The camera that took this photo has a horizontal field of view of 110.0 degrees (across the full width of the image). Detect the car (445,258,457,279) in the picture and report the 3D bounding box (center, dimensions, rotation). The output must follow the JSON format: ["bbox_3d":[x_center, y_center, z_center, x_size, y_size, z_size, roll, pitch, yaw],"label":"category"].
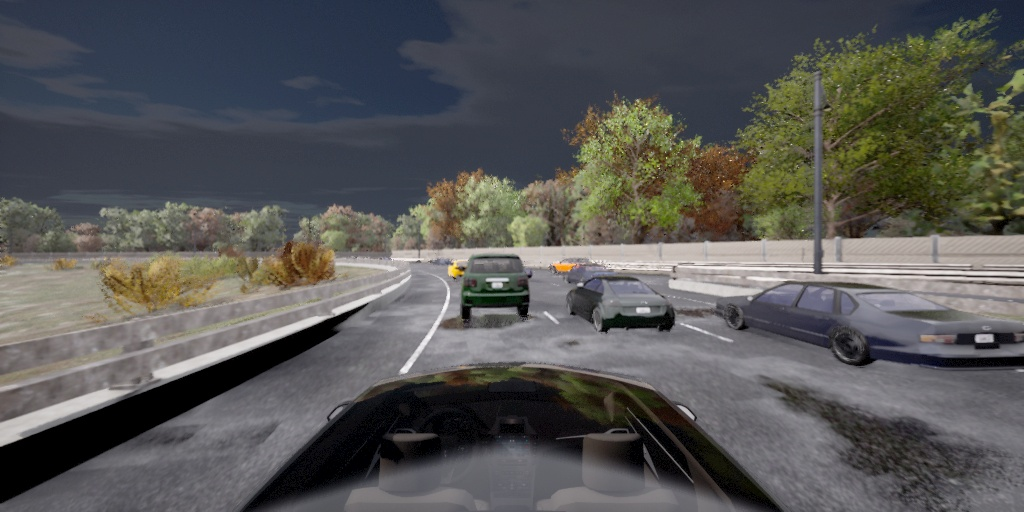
[{"bbox_3d":[-4.356,1.128,30.743,1.882,1.535,5.008,0,0,-16],"label":"car"}]

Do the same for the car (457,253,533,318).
[{"bbox_3d":[-0.749,0.929,13.053,2.150,2.045,5.566,0,0,-7],"label":"car"}]

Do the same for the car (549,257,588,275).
[{"bbox_3d":[5.628,0.929,34.417,2.097,1.767,4.553,0,0,-35],"label":"car"}]

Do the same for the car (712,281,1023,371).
[{"bbox_3d":[6.782,1.250,7.776,2.033,1.411,5.357,0,0,-4],"label":"car"}]

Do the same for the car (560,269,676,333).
[{"bbox_3d":[2.977,1.269,10.650,1.994,1.385,4.181,0,0,-6],"label":"car"}]

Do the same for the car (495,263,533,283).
[{"bbox_3d":[0.062,1.246,27.885,1.895,1.301,4.718,0,0,-14],"label":"car"}]

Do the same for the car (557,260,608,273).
[{"bbox_3d":[4.835,1.201,22.694,2.033,1.411,5.357,0,0,-11],"label":"car"}]
